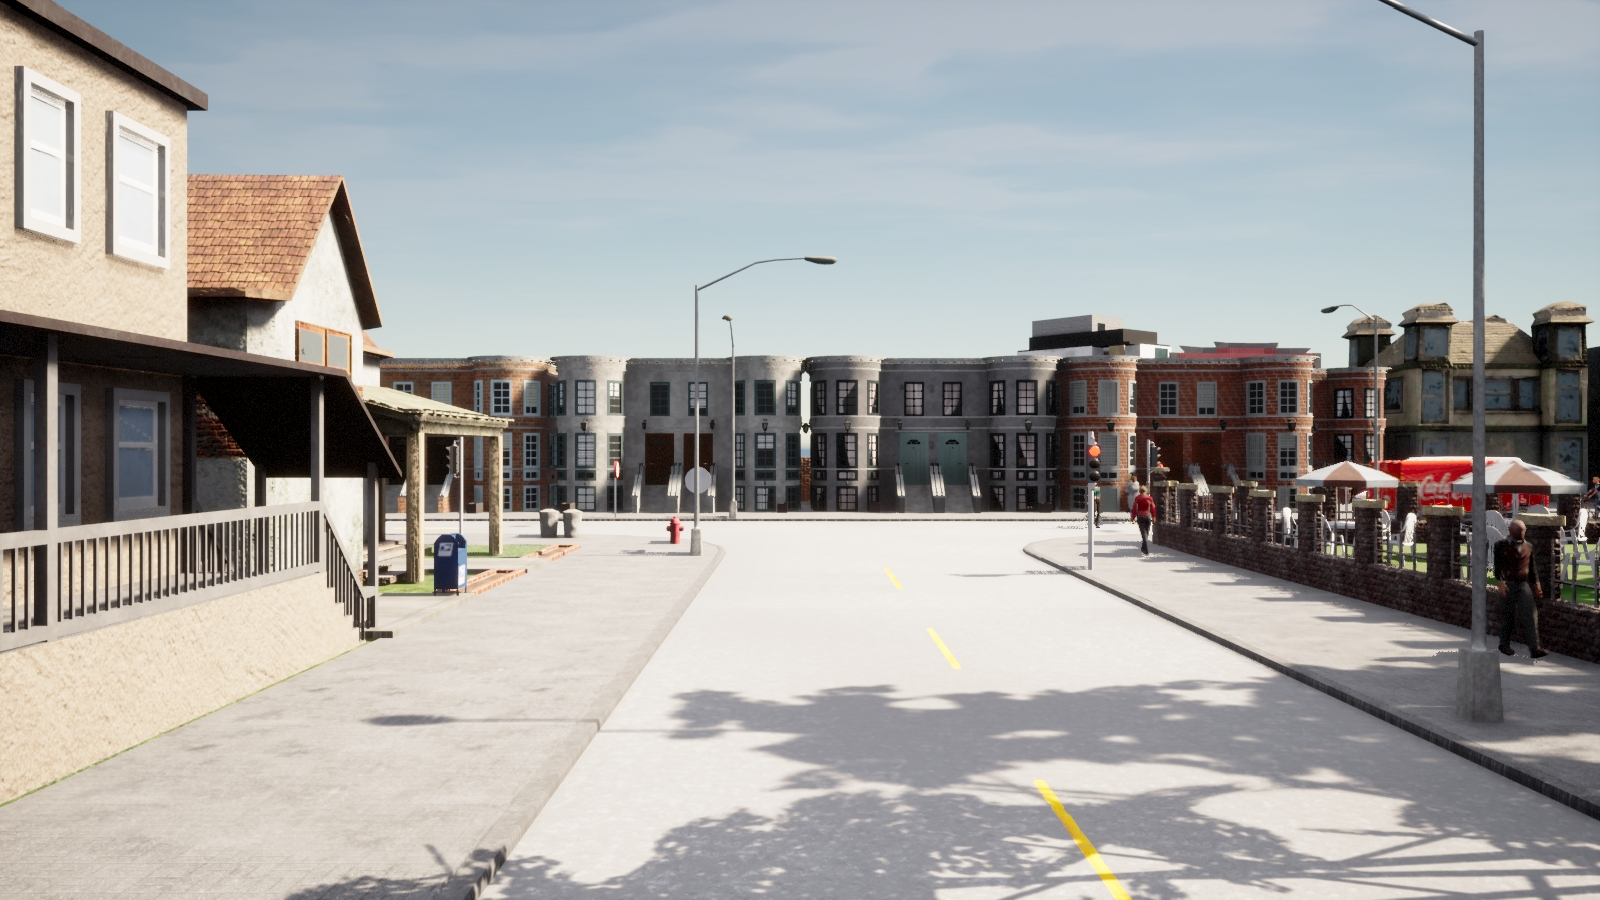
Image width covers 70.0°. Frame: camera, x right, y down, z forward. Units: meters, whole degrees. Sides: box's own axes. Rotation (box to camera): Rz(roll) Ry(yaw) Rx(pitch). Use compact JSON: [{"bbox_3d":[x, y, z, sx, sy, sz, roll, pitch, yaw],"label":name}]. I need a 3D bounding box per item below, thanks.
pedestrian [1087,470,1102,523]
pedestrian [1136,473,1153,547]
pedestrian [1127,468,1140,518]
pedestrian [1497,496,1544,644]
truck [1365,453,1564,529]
[{"bbox_3d":[10.441,1.629,40.514,0.375,1.860,0.375,0,0,-16],"label":"pedestrian"},{"bbox_3d":[8.784,1.516,29.129,0.375,1.860,0.375,0,0,8],"label":"pedestrian"},{"bbox_3d":[12.589,1.629,43.172,0.375,1.860,0.375,0,0,0],"label":"pedestrian"},{"bbox_3d":[9.229,1.523,14.642,0.375,1.860,0.375,0,0,3],"label":"pedestrian"},{"bbox_3d":[22.440,1.350,38.784,5.204,2.467,2.627,0,0,1],"label":"truck"}]
